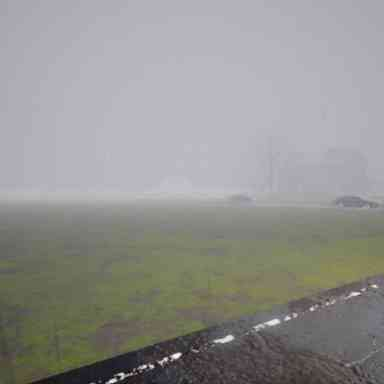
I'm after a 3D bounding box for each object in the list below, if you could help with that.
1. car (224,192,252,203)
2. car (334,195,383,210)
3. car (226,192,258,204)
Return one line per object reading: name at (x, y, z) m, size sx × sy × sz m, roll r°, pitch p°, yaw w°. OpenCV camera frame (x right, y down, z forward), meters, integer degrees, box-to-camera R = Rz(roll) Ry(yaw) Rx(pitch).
car at (7.664, 0.864, 55.581) m, size 2.097 × 1.767 × 4.553 m, roll -1°, pitch 1°, yaw -35°
car at (17.874, 1.109, 35.916) m, size 1.837 × 1.490 × 4.892 m, roll -1°, pitch 1°, yaw -35°
car at (7.832, 1.049, 50.226) m, size 2.128 × 1.511 × 4.902 m, roll -1°, pitch 1°, yaw -35°
